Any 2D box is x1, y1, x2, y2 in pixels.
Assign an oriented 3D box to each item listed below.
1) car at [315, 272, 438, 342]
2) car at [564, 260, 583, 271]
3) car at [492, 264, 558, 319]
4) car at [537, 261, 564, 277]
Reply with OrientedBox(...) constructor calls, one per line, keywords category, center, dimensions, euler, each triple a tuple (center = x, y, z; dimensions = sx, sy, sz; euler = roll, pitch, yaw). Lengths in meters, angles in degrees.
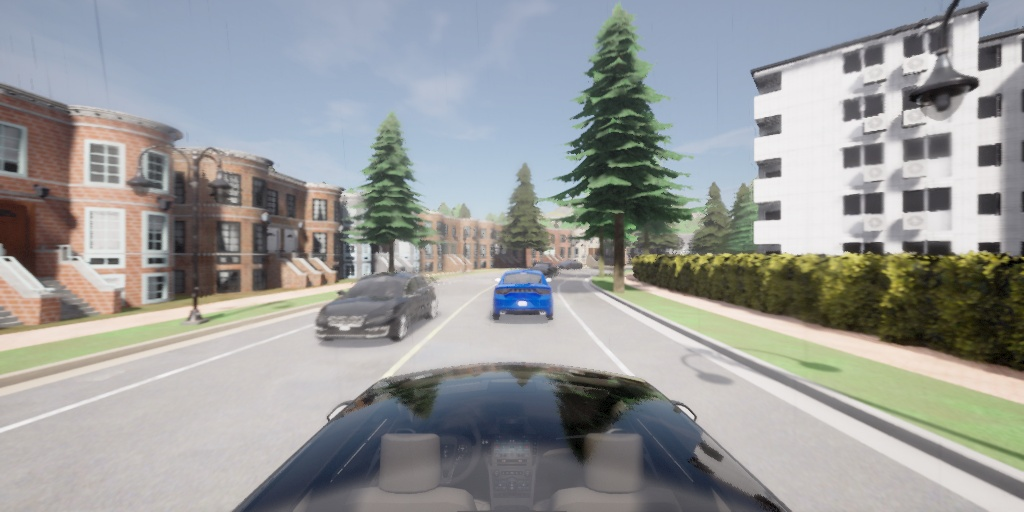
OrientedBox(category="car", center=(-3.385, 1.244, 9.867), dimensions=(1.837, 1.490, 4.892), euler=(0, 0, 2))
OrientedBox(category="car", center=(7.869, 1.275, 49.586), dimensions=(2.033, 1.411, 5.357), euler=(0, 0, 38))
OrientedBox(category="car", center=(0.405, 1.220, 12.768), dimensions=(1.882, 1.535, 5.008), euler=(0, 0, 2))
OrientedBox(category="car", center=(3.038, 1.280, 32.586), dimensions=(2.033, 1.411, 5.357), euler=(0, 0, 17))
